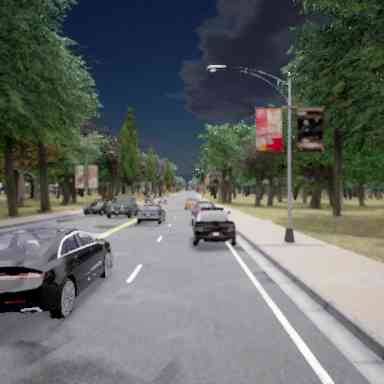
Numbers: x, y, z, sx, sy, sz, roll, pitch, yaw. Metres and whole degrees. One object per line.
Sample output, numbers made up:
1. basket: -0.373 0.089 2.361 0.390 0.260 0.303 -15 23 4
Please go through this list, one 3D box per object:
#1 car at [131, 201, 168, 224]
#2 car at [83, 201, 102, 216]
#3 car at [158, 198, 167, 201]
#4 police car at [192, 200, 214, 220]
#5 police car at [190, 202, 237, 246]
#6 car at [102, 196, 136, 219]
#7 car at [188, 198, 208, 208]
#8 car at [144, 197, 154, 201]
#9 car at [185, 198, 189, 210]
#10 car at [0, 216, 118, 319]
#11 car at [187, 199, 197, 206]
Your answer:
1. car: -3.147 1.723 26.350 2.033 1.411 5.357 0 0 0
2. car: -9.845 1.713 34.924 1.882 1.535 5.008 0 0 0
3. car: -6.498 2.033 73.504 1.812 1.442 4.674 0 0 0
4. police car: 0.977 1.641 32.131 1.930 1.638 5.238 0 0 0
5. police car: 0.976 1.532 16.130 1.930 1.638 5.238 0 0 0
6. car: -6.598 1.437 31.988 2.150 2.045 5.566 0 0 0
7. car: 0.975 1.524 25.991 2.097 1.767 4.553 0 0 0
8. car: -9.748 1.953 76.141 2.033 1.411 5.357 0 0 0
9. car: 0.002 1.692 49.655 2.097 1.767 4.553 0 0 0
10. car: -3.152 1.541 7.431 2.128 1.511 4.902 0 0 0
11. car: 0.003 2.068 68.811 1.895 1.301 4.718 0 0 0
